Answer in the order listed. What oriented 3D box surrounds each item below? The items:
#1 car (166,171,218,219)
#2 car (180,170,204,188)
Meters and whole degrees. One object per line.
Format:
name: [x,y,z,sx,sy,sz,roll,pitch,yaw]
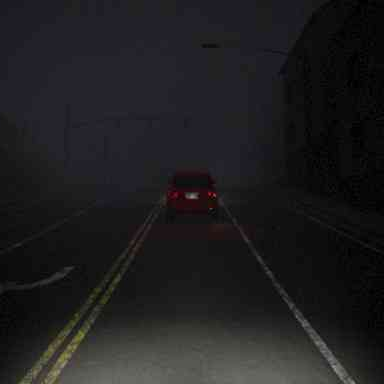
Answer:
car: [0.010,0.000,15.767,2.150,2.045,5.566,1,6,0]
car: [-0.001,-1.227,31.109,2.128,1.511,4.902,0,3,0]
